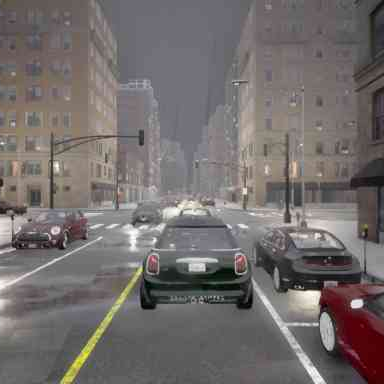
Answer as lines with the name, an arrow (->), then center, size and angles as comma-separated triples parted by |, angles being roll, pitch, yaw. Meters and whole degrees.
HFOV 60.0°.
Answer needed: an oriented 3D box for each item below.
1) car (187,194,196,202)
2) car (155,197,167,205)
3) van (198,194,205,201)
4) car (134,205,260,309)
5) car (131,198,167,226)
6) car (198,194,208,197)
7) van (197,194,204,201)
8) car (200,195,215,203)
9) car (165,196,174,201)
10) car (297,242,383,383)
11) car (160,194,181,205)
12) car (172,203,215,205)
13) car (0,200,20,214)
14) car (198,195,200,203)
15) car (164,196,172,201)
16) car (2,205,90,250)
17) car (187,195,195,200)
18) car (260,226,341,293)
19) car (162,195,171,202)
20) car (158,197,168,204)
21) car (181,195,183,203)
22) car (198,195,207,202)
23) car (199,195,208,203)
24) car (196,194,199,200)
car -> -0.207, 1.707, 80.049 | 1.895, 1.301, 4.718 | 0, 0, 0
car -> -5.943, 1.613, 63.505 | 1.887, 1.381, 4.507 | 0, 0, 0
van -> 2.425, 1.481, 85.590 | 1.690, 1.788, 3.998 | 0, 0, 0
car -> 0.066, 1.355, 8.017 | 2.097, 1.767, 4.553 | 0, 0, -1
car -> -3.041, 1.466, 23.320 | 1.837, 1.490, 4.892 | 0, 1, 0
car -> 2.581, 1.595, 63.731 | 1.752, 1.417, 4.829 | 0, 0, 0
van -> 2.385, 1.504, 91.096 | 1.690, 1.788, 3.998 | 0, 0, 0
car -> 2.661, 1.590, 52.547 | 1.887, 1.381, 4.507 | 0, 0, 0
car -> -6.141, 1.728, 91.045 | 1.947, 1.339, 4.313 | 0, 0, 0
car -> 2.682, 1.545, 3.128 | 1.887, 1.381, 4.507 | 0, 0, 0
car -> -3.061, 1.390, 48.243 | 2.097, 1.767, 4.553 | 0, 0, -1
car -> 0.133, 1.497, 15.319 | 2.128, 1.511, 4.902 | 0, 0, 0
car -> -17.605, 1.404, 30.165 | 5.008, 1.535, 1.882 | 0, 0, -2
car -> 2.622, 1.622, 58.053 | 1.947, 1.339, 4.313 | 0, 0, 0
car -> -6.101, 1.722, 85.537 | 1.802, 1.307, 4.206 | 0, 0, 0
car -> -5.818, 1.445, 14.127 | 1.967, 1.590, 4.097 | 0, 0, 0
car -> -0.279, 1.543, 90.025 | 1.994, 1.385, 4.181 | 0, 0, 0
car -> 2.694, 1.553, 8.620 | 2.008, 1.369, 4.403 | 0, 0, 0
car -> -6.061, 1.559, 80.029 | 1.967, 1.590, 4.097 | 0, 0, 0
car -> -5.983, 1.666, 69.013 | 1.802, 1.307, 4.206 | 0, 0, 0
car -> -3.137, 1.662, 60.433 | 1.895, 1.301, 4.718 | 0, 0, 0
car -> 2.464, 1.560, 80.081 | 1.967, 1.590, 4.097 | 0, 0, 0
car -> 2.503, 1.541, 74.575 | 1.967, 1.590, 4.097 | 0, 0, 0
car -> 2.543, 1.399, 69.068 | 2.192, 1.841, 5.009 | 0, 0, 0
